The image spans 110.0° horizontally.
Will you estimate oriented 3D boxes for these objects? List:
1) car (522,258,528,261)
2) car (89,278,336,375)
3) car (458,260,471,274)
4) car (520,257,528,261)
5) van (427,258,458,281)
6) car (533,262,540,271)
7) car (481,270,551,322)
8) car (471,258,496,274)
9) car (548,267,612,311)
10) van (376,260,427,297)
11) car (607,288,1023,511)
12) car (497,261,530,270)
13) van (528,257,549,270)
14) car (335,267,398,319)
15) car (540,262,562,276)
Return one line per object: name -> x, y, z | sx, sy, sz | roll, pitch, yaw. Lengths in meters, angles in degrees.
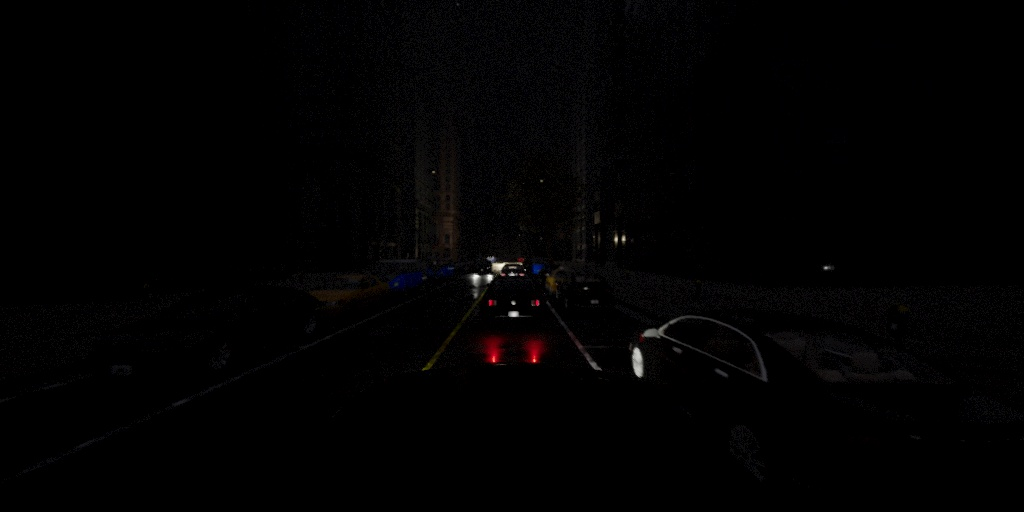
car -> 2.723, 1.264, 45.853 | 2.007, 1.370, 4.403 | 0, 0, 0
car -> -5.767, 1.309, 7.473 | 1.948, 1.339, 4.313 | 0, 0, 0
car -> -5.797, 1.267, 39.953 | 2.007, 1.370, 4.403 | 0, 0, 0
car -> 2.718, 1.026, 51.142 | 2.192, 1.841, 5.009 | 0, 0, 0
van -> -5.787, 1.065, 29.127 | 1.690, 1.789, 3.998 | 0, 0, 0
car -> 2.743, 1.294, 24.698 | 1.948, 1.339, 4.313 | 0, 0, 0
car -> 0.066, 1.340, 12.269 | 1.895, 1.301, 4.718 | 0, 0, 0
car -> -3.130, 1.224, 39.683 | 1.837, 1.490, 4.892 | 0, -1, 0
car -> 2.752, 1.288, 14.119 | 2.007, 1.370, 4.403 | 0, 0, 0
van -> -5.777, 1.074, 18.300 | 1.690, 1.789, 3.998 | 0, 0, 0
car -> 2.762, 1.298, 4.248 | 2.007, 1.370, 4.403 | 0, 0, 0
car -> 0.046, 1.274, 26.236 | 2.033, 1.411, 5.357 | 0, 0, 0
van -> 2.733, 1.061, 35.276 | 1.690, 1.789, 3.998 | 0, 0, 0
car -> -5.772, 1.264, 12.717 | 1.751, 1.417, 4.829 | 0, 0, 0
car -> 2.747, 1.258, 19.578 | 1.751, 1.417, 4.829 | 0, 0, 0
